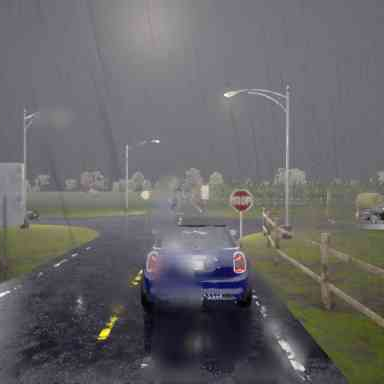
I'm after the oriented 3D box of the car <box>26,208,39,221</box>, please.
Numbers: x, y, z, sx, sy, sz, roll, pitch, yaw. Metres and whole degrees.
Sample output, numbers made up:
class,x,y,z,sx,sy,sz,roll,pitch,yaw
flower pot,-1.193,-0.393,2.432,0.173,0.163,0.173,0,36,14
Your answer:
class,x,y,z,sx,sy,sz,roll,pitch,yaw
car,-13.832,1.551,25.062,4.181,1.385,1.994,0,0,-1

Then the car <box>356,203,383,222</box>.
class,x,y,z,sx,sy,sz,roll,pitch,yaw
car,14.661,1.487,24.294,4.902,1.511,2.128,0,0,9

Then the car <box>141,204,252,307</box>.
class,x,y,z,sx,sy,sz,roll,pitch,yaw
car,0.072,1.350,8.128,2.097,1.767,4.553,0,0,0

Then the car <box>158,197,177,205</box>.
class,x,y,z,sx,sy,sz,roll,pitch,yaw
car,-3.289,1.457,42.577,1.882,1.535,5.008,0,0,-1

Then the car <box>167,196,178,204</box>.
class,x,y,z,sx,sy,sz,roll,pitch,yaw
car,-3.817,1.554,65.305,1.895,1.301,4.718,0,0,-1

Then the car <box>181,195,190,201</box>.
class,x,y,z,sx,sy,sz,roll,pitch,yaw
car,-1.620,1.453,82.412,2.128,1.511,4.902,0,0,-2
